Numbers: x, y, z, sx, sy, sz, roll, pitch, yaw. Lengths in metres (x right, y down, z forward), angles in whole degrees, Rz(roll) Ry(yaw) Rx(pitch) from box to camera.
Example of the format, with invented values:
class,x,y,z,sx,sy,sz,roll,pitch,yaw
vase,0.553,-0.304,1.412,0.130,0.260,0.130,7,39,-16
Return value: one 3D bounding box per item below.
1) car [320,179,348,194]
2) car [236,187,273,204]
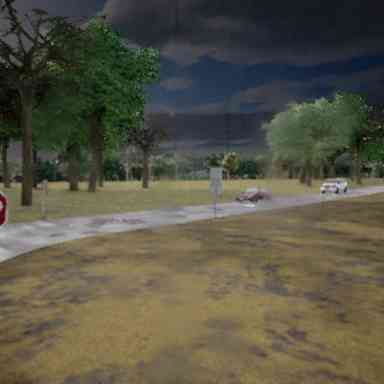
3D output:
class,x,y,z,sx,sy,sz,roll,pitch,yaw
car,20.180,-0.864,47.110,2.150,2.045,5.566,2,4,43
car,6.100,0.265,32.037,1.812,1.442,4.674,2,4,43
